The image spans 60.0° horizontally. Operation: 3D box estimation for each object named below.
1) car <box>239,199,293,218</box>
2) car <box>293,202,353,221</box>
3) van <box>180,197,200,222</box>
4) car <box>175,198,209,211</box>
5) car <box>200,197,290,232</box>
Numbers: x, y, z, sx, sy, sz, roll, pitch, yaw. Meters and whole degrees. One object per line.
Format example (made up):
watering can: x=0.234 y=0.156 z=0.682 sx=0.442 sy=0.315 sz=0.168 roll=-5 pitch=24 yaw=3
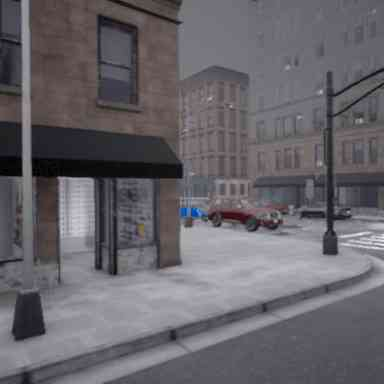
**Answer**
car: x=6.361 y=1.388 z=28.990 sx=1.887 sy=1.381 sz=4.507 roll=-1 pitch=0 yaw=-35
car: x=9.556 y=1.413 z=24.499 sx=1.947 sy=1.339 sz=4.313 roll=-1 pitch=0 yaw=-35
van: x=-0.180 y=1.265 z=24.338 sx=1.690 sy=1.788 sz=3.998 roll=-1 pitch=0 yaw=-35
car: x=-0.027 y=1.416 z=37.973 sx=1.802 sy=1.307 sz=4.206 roll=-1 pitch=0 yaw=-35
car: x=3.014 y=1.243 z=19.847 sx=2.192 sy=1.841 sz=5.009 roll=-1 pitch=0 yaw=-35
